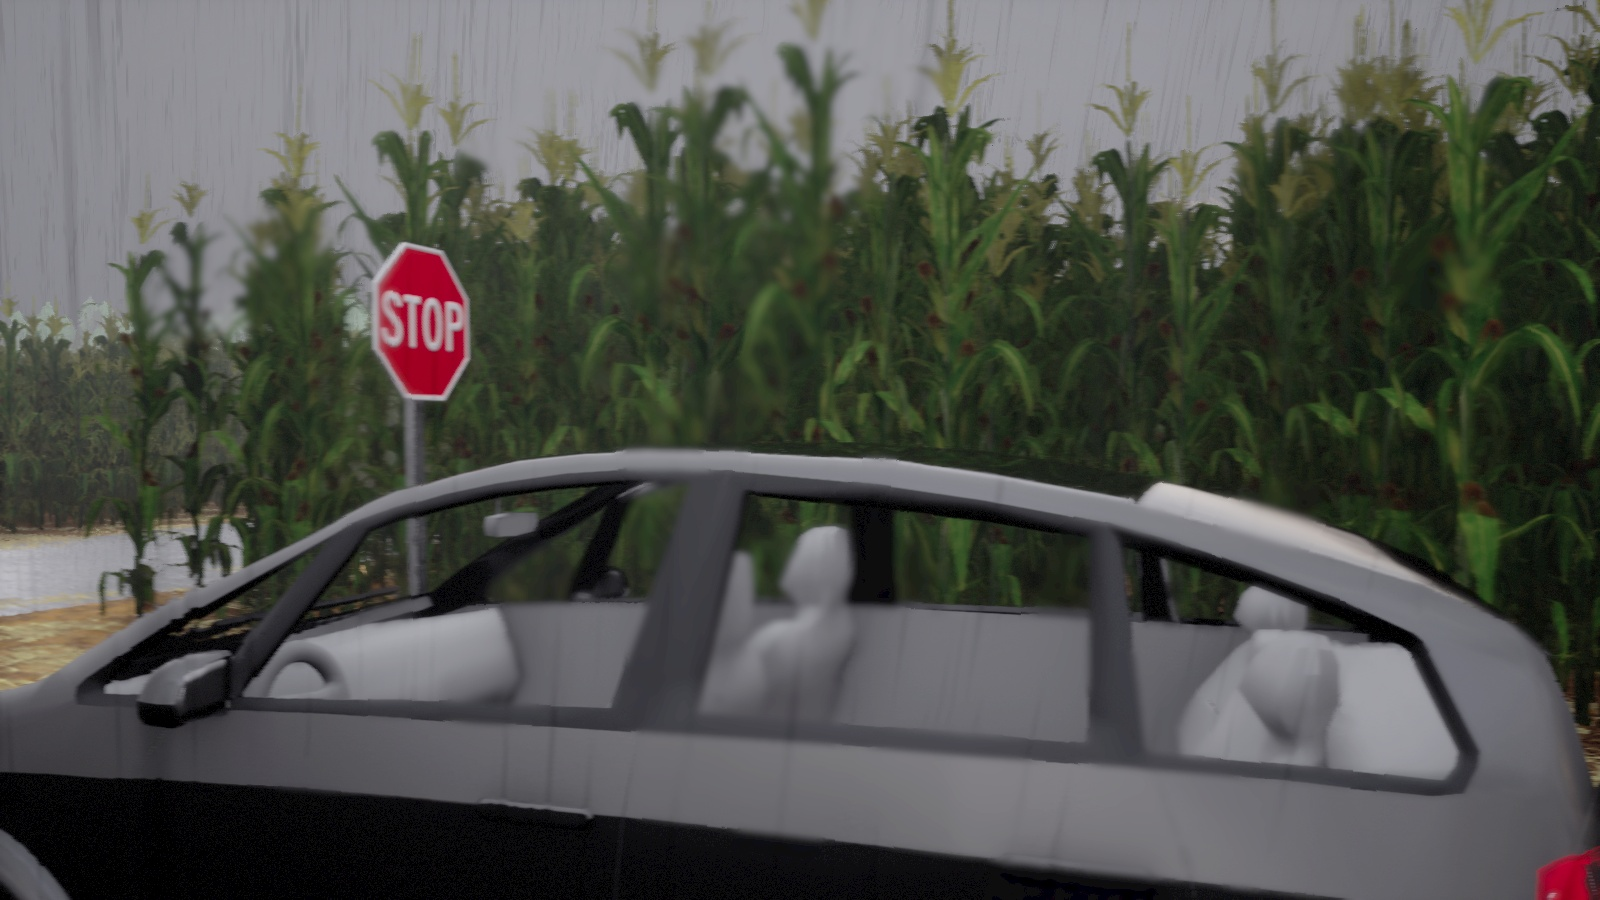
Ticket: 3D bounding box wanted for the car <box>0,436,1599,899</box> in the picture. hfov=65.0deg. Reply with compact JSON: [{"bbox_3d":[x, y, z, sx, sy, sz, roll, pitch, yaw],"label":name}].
[{"bbox_3d":[-0.383,0.763,2.900,3.705,1.549,1.789,1,1,19],"label":"car"}]
